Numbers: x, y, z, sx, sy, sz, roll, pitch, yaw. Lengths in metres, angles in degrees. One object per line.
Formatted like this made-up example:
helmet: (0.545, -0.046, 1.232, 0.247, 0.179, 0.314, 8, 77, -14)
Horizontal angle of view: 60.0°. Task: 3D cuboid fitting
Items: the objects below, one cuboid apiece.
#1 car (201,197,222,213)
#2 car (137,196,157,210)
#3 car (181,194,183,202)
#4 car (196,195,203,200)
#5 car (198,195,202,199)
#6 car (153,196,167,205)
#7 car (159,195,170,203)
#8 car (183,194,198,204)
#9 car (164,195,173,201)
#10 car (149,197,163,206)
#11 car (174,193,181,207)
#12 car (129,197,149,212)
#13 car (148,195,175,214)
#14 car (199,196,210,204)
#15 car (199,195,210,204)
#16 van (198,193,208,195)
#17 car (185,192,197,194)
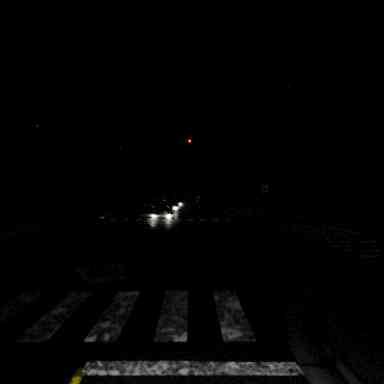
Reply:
car: (2.325, 1.520, 36.771, 1.947, 1.339, 4.313, 0, 0, 0)
car: (-5.694, 1.391, 42.290, 1.967, 1.590, 4.097, 0, 0, 0)
car: (-3.032, 1.591, 68.480, 1.895, 1.301, 4.718, 0, 0, 0)
car: (1.966, 1.485, 90.740, 1.812, 1.442, 4.674, 0, 0, 0)
car: (2.341, 1.511, 53.305, 1.947, 1.339, 4.313, 0, 0, 0)
car: (-5.679, 1.497, 58.823, 2.008, 1.369, 4.403, 0, 0, 0)
car: (-5.669, 1.389, 69.844, 1.967, 1.590, 4.097, 0, 0, 0)
car: (-0.286, 1.510, 64.337, 1.994, 1.385, 4.181, 0, 0, 0)
car: (-5.658, 1.506, 80.866, 2.008, 1.369, 4.403, 0, 0, 0)
car: (-5.684, 1.528, 53.312, 1.802, 1.307, 4.206, 0, 0, 0)
car: (-3.132, 1.446, 50.843, 1.837, 1.490, 4.892, 0, 2, 0)
car: (-5.700, 1.395, 36.780, 1.967, 1.590, 4.097, 0, 0, 0)
car: (-3.160, 1.432, 35.592, 1.882, 1.535, 5.008, 0, 0, 0)
car: (2.351, 1.496, 64.326, 2.008, 1.369, 4.403, 0, 0, 0)
car: (2.336, 1.529, 47.794, 1.802, 1.307, 4.206, 0, 0, 0)
van: (2.346, 1.286, 58.815, 1.690, 1.788, 3.998, 0, 0, 0)
car: (-0.276, 1.307, 74.339, 1.812, 1.442, 4.674, 0, 0, 0)
